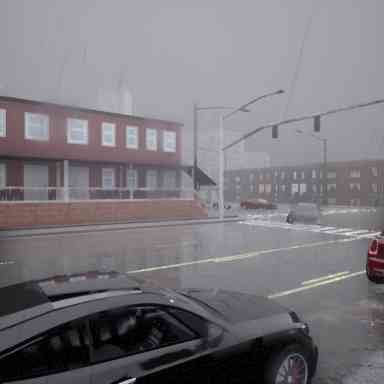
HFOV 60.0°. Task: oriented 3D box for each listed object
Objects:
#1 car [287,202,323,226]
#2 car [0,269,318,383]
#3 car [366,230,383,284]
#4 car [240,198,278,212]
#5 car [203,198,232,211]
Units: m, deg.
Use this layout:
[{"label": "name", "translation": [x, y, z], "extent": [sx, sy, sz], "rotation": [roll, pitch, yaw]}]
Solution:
[{"label": "car", "translation": [8.204, 1.506, 23.709], "extent": [1.837, 1.490, 4.892], "rotation": [4, 2, 26]}, {"label": "car", "translation": [-0.770, 1.526, 3.205], "extent": [4.674, 1.442, 1.812], "rotation": [0, 0, -35]}, {"label": "car", "translation": [6.428, 1.352, 8.392], "extent": [4.553, 1.767, 2.097], "rotation": [0, 0, -35]}, {"label": "car", "translation": [7.808, 1.478, 39.261], "extent": [1.882, 1.535, 5.008], "rotation": [0, 0, -36]}, {"label": "car", "translation": [2.755, 1.505, 40.278], "extent": [1.837, 1.490, 4.892], "rotation": [0, 0, -36]}]
